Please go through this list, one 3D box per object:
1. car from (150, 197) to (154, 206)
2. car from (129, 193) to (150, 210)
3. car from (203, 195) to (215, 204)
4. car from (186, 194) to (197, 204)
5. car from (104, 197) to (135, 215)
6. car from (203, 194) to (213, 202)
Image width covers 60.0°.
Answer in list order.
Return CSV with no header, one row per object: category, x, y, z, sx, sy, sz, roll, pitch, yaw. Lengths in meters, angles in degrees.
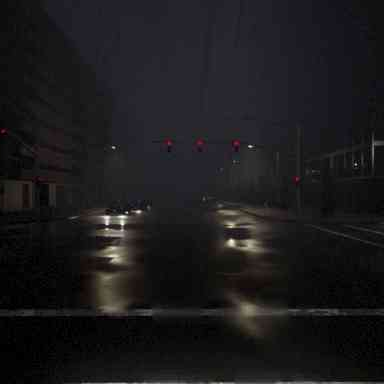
car,-7.347,1.546,54.593,2.033,1.411,5.357,0,0,1
car,-7.454,1.221,44.425,2.150,2.045,5.566,0,0,1
car,3.453,1.491,64.709,2.128,1.511,4.902,0,0,1
car,-0.046,1.564,64.617,1.994,1.385,4.181,0,0,1
car,-7.471,1.526,34.219,1.812,1.442,4.674,0,0,0
car,3.456,1.355,74.574,2.097,1.767,4.553,0,0,1
